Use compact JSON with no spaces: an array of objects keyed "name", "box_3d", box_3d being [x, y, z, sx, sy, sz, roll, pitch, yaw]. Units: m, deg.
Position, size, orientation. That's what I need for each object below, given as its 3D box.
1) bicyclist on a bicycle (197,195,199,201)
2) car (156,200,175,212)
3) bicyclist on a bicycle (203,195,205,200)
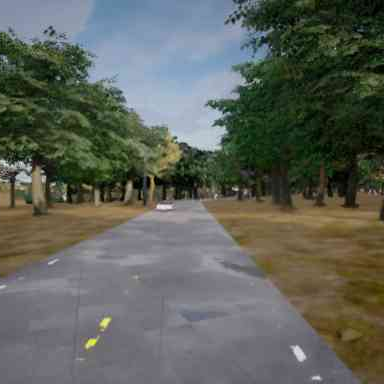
[{"name":"bicyclist on a bicycle","box_3d":[1.404,1.507,81.749,0.582,1.620,1.656,0,0,9]},{"name":"car","box_3d":[-3.102,1.666,39.222,1.895,1.301,4.718,0,0,0]},{"name":"bicyclist on a bicycle","box_3d":[3.219,1.492,90.217,0.582,1.620,1.656,0,0,17]}]
